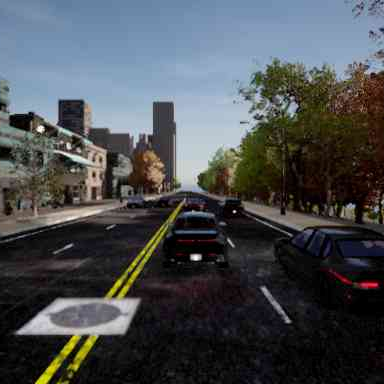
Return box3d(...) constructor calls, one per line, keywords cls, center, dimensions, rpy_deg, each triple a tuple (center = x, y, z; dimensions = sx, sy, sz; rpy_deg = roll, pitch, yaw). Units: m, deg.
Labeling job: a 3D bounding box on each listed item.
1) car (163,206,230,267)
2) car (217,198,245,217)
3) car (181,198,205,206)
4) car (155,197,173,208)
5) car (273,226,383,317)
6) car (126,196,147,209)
box3d(cls="car", center=(0.102, 1.421, 11.030), dimensions=(1.837, 1.490, 4.892), rpy_deg=(0, 0, 0))
box3d(cls="car", center=(3.356, 1.289, 28.678), dimensions=(1.837, 1.490, 4.892), rpy_deg=(0, 0, 0))
box3d(cls="car", center=(0.106, 1.277, 28.555), dimensions=(2.128, 1.511, 4.902), rpy_deg=(0, 0, 0))
box3d(cls="car", center=(-3.330, 1.257, 40.850), dimensions=(1.994, 1.385, 4.181), rpy_deg=(0, 0, 0))
box3d(cls="car", center=(3.352, 1.489, 7.642), dimensions=(2.033, 1.411, 5.357), rpy_deg=(0, 0, 0))
box3d(cls="car", center=(-6.585, 1.246, 40.132), dimensions=(2.033, 1.411, 5.357), rpy_deg=(0, 0, 0))
